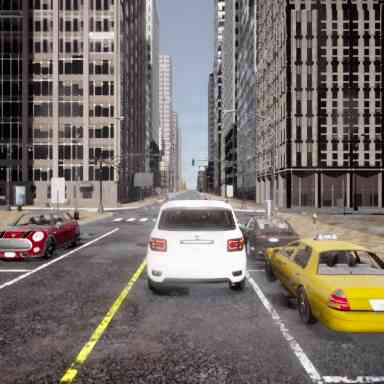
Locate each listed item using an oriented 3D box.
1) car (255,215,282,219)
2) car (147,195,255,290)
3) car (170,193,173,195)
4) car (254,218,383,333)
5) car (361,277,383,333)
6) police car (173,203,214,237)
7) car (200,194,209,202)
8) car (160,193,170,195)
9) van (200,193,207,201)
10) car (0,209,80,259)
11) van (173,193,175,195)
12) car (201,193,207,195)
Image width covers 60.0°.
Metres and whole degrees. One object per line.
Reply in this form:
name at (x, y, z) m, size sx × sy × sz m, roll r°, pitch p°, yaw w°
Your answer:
car at (2.696, 1.548, 12.403) m, size 2.008 × 1.369 × 4.403 m, roll 0°, pitch 0°, yaw 0°
car at (0.103, 1.220, 9.189) m, size 2.150 × 2.045 × 5.566 m, roll 0°, pitch 0°, yaw 0°
car at (-5.693, 1.242, 67.353) m, size 2.192 × 1.841 × 5.009 m, roll 0°, pitch 0°, yaw 0°
car at (2.694, 1.525, 6.905) m, size 1.752 × 1.417 × 4.829 m, roll 0°, pitch 0°, yaw 0°
car at (2.692, 1.551, 1.065) m, size 2.008 × 1.369 × 4.403 m, roll 0°, pitch 0°, yaw 0°
police car at (0.103, 1.497, 19.109) m, size 2.038 × 1.542 × 4.974 m, roll 0°, pitch 0°, yaw 1°
car at (2.718, 1.353, 73.032) m, size 1.967 × 1.590 × 4.097 m, roll 0°, pitch 0°, yaw 0°
car at (-5.762, 1.380, 61.668) m, size 1.967 × 1.590 × 4.097 m, roll 0°, pitch 0°, yaw 0°
van at (2.720, 1.239, 78.716) m, size 1.690 × 1.788 × 3.998 m, roll 0°, pitch 0°, yaw 0°
car at (-5.684, 1.437, 12.405) m, size 1.967 × 1.590 × 4.097 m, roll 0°, pitch 0°, yaw 0°
van at (-5.658, 1.225, 84.408) m, size 1.690 × 1.788 × 3.998 m, roll 0°, pitch 0°, yaw 0°
car at (2.810, 1.380, 61.664) m, size 1.967 × 1.590 × 4.097 m, roll 0°, pitch 0°, yaw 0°
